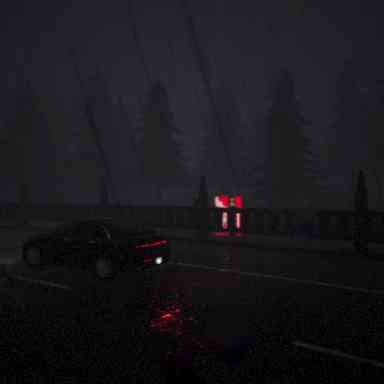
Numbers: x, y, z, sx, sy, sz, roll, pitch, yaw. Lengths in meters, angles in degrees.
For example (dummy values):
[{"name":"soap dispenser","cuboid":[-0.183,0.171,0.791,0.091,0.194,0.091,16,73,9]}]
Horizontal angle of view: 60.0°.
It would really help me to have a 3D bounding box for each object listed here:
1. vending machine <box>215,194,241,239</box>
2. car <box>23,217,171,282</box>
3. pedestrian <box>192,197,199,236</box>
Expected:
[{"name":"vending machine","cuboid":[1.746,1.164,16.217,0.880,2.100,1.100,0,0,31]},{"name":"car","cuboid":[-2.912,1.497,9.726,4.892,1.490,1.837,0,0,31]},{"name":"pedestrian","cuboid":[0.241,1.116,15.634,0.375,1.860,0.375,0,0,31]}]
